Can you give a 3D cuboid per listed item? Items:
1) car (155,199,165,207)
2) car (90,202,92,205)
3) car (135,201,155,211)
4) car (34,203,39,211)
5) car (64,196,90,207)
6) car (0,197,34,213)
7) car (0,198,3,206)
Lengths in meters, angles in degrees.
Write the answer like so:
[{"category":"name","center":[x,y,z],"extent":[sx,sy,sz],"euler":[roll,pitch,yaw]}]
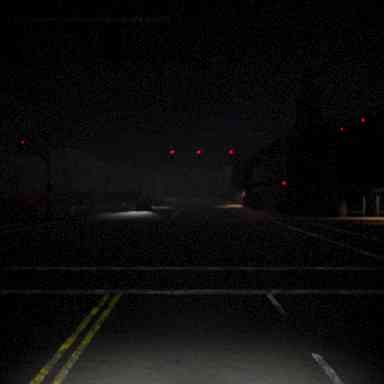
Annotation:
[{"category":"car","center":[-6.491,2.087,65.618],"extent":[1.882,1.535,5.008],"euler":[0,0,2]},{"category":"car","center":[-21.406,1.993,64.007],"extent":[3.806,1.475,1.970],"euler":[0,-1,0]},{"category":"car","center":[-6.934,2.021,47.957],"extent":[1.895,1.301,4.718],"euler":[0,-1,1]},{"category":"car","center":[-21.400,1.544,41.492],"extent":[3.866,1.878,1.905],"euler":[0,-1,0]},{"category":"car","center":[-21.419,1.726,61.114],"extent":[3.866,1.878,1.905],"euler":[0,-1,0]},{"category":"car","center":[-21.457,1.514,38.597],"extent":[4.605,1.855,1.932],"euler":[0,-1,0]},{"category":"car","center":[-38.873,1.961,64.004],"extent":[3.905,1.438,1.784],"euler":[0,-1,0]}]
